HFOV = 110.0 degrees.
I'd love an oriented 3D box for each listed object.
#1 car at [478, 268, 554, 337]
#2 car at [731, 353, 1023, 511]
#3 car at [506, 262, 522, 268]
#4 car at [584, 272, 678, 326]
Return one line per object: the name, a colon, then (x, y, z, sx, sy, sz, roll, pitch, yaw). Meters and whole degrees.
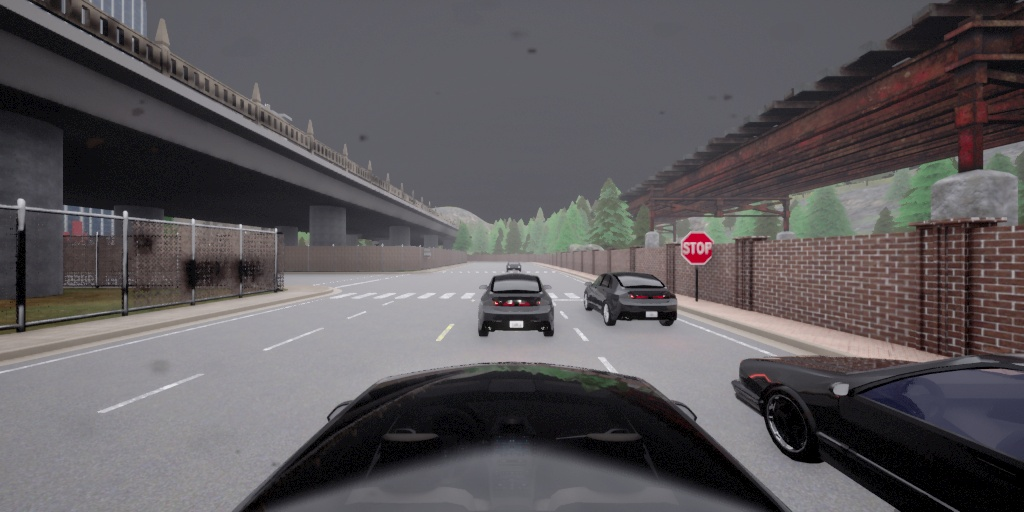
car: (0.103, 1.255, 10.293, 1.837, 1.490, 4.892, 0, 0, 0)
car: (3.600, 1.297, 1.904, 2.033, 1.411, 5.357, 0, 0, 0)
car: (0.218, 1.351, 45.475, 1.895, 1.301, 4.718, 0, 0, -1)
car: (3.605, 1.255, 11.651, 1.837, 1.490, 4.892, 0, 0, 0)
